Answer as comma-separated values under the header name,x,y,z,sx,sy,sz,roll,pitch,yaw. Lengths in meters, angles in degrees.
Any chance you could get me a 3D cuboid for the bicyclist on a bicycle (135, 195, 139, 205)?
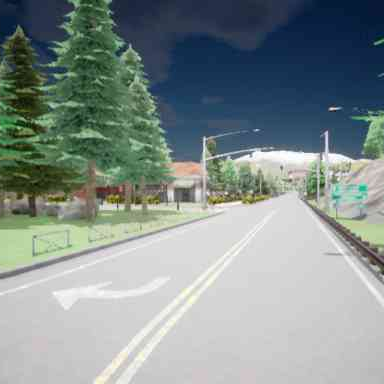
name,x,y,z,sx,sy,sz,roll,pitch,yaw
bicyclist on a bicycle,-8.648,1.303,52.268,0.582,1.620,1.656,0,0,17
